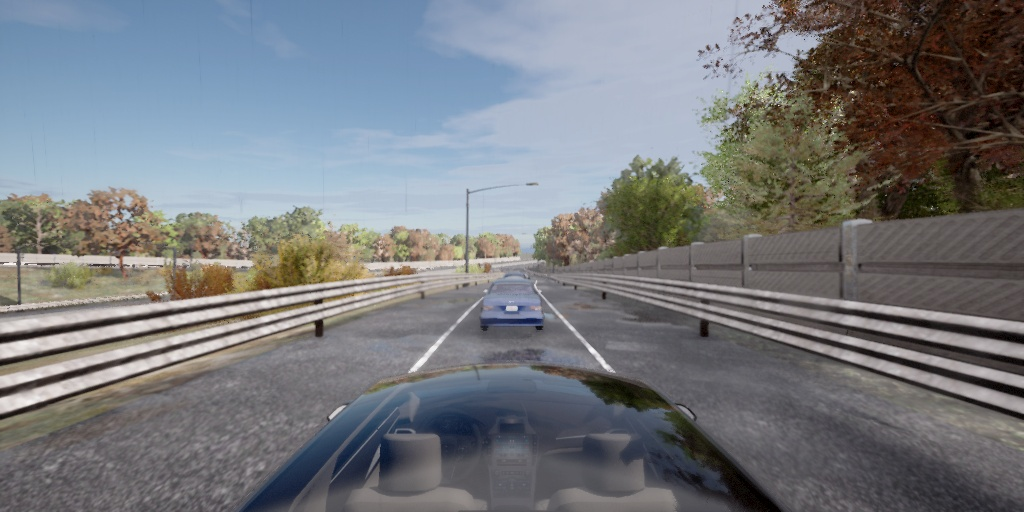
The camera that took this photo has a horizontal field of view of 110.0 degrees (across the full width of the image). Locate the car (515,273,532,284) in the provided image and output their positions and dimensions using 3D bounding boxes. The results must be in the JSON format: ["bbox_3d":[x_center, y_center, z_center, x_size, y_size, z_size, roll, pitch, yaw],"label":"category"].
[{"bbox_3d":[1.584,3.018,48.627,2.128,1.511,4.902,0,-3,4],"label":"car"}]

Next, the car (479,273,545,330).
[{"bbox_3d":[0.017,1.440,11.636,2.033,1.411,5.357,0,-1,1],"label":"car"}]

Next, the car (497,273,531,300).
[{"bbox_3d":[0.160,1.742,21.483,1.812,1.442,4.674,0,-2,1],"label":"car"}]

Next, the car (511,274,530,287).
[{"bbox_3d":[0.964,2.670,39.299,1.895,1.301,4.718,0,-3,3],"label":"car"}]
